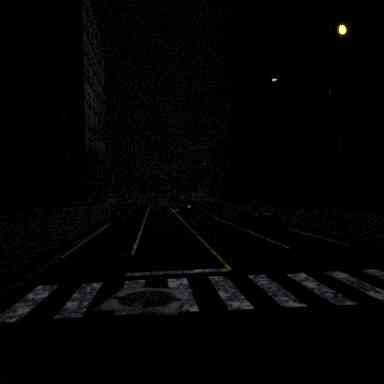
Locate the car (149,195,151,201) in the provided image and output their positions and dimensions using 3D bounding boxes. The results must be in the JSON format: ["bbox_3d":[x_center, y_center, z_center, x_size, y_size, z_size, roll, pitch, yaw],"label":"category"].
[{"bbox_3d":[-8.605,1.664,57.753,2.008,1.369,4.403,-1,0,-6],"label":"car"}]

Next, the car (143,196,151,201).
[{"bbox_3d":[-12.258,1.708,90.173,1.947,1.339,4.313,-1,0,-6],"label":"car"}]

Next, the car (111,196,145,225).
[{"bbox_3d":[-4.957,1.410,25.332,2.192,1.841,5.009,-1,0,-6],"label":"car"}]

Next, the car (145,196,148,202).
[{"bbox_3d":[-6.760,1.628,41.374,1.752,1.417,4.829,-1,0,-6],"label":"car"}]

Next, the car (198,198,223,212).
[{"bbox_3d":[2.301,1.476,37.093,2.008,1.369,4.403,-1,0,-6],"label":"car"}]

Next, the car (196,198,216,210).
[{"bbox_3d":[1.692,1.473,42.497,1.887,1.381,4.507,-1,0,-6],"label":"car"}]

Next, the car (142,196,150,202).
[{"bbox_3d":[-11.631,1.662,84.601,1.752,1.417,4.829,-1,0,-6],"label":"car"}]

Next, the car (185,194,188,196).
[{"bbox_3d":[-0.763,1.468,64.279,1.752,1.417,4.829,-1,0,-6],"label":"car"}]

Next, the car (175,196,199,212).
[{"bbox_3d":[-0.562,1.545,38.733,1.994,1.385,4.181,-1,0,-6],"label":"car"}]

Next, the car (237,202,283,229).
[{"bbox_3d":[4.125,1.359,20.883,1.967,1.590,4.097,-1,0,-6],"label":"car"}]

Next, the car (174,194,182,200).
[{"bbox_3d":[-3.791,1.408,91.127,1.967,1.590,4.097,-1,0,-6],"label":"car"}]

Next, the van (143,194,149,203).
[{"bbox_3d":[-8.000,1.451,52.349,1.690,1.788,3.998,-1,0,-6],"label":"van"}]

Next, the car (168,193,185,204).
[{"bbox_3d":[-3.166,1.208,61.831,2.150,2.045,5.566,-1,-1,-7],"label":"car"}]

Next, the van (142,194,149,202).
[{"bbox_3d":[-11.045,1.472,79.366,1.690,1.788,3.998,-1,0,-6],"label":"van"}]

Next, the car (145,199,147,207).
[{"bbox_3d":[-6.169,1.682,36.139,1.802,1.307,4.206,-1,0,-6],"label":"car"}]

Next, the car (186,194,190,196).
[{"bbox_3d":[0.454,1.461,53.472,1.752,1.417,4.829,-1,0,-6],"label":"car"}]

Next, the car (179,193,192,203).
[{"bbox_3d":[-1.358,1.262,69.513,2.192,1.841,5.009,-1,0,-6],"label":"car"}]

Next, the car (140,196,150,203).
[{"bbox_3d":[-10.431,1.692,73.963,1.947,1.339,4.313,-1,0,-6],"label":"car"}]
